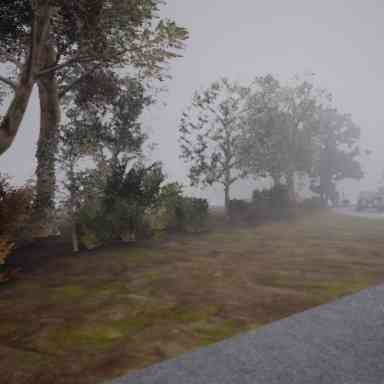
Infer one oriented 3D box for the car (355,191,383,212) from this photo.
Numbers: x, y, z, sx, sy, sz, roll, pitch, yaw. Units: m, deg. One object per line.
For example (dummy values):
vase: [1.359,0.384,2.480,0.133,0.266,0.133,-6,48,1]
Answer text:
car: [17.861,0.901,33.693,2.150,2.045,5.566,-1,0,25]
